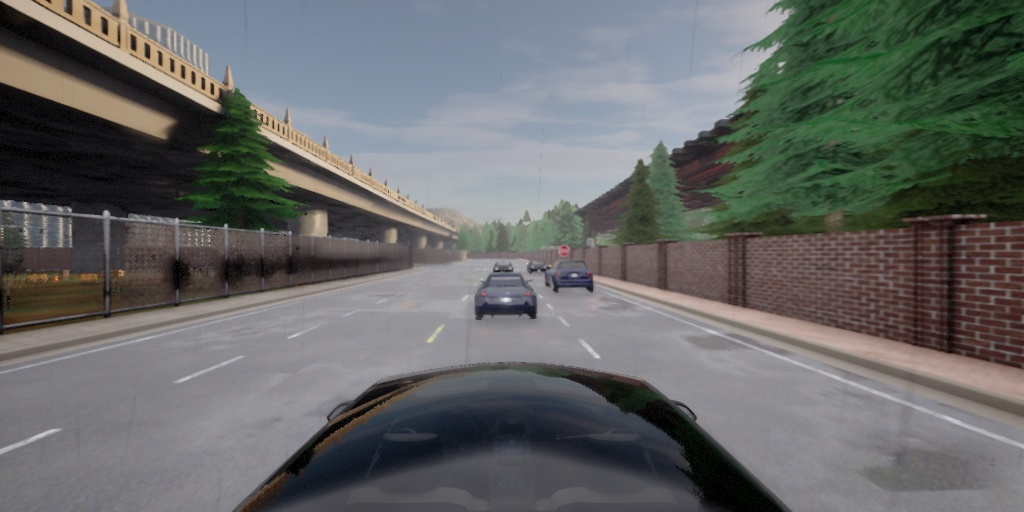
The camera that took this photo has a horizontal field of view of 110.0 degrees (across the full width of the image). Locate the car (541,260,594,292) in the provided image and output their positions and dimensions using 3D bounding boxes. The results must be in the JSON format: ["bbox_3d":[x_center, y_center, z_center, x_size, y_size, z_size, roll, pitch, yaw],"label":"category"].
[{"bbox_3d":[3.083,0.979,20.136,2.097,1.767,4.553,0,0,-2],"label":"car"}]

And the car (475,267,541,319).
[{"bbox_3d":[-0.218,1.254,12.570,1.994,1.385,4.181,0,0,-1],"label":"car"}]

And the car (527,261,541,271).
[{"bbox_3d":[2.585,1.134,37.362,1.895,1.301,4.718,0,0,-2],"label":"car"}]

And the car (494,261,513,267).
[{"bbox_3d":[-0.830,1.171,34.418,1.895,1.301,4.718,0,0,-2],"label":"car"}]
